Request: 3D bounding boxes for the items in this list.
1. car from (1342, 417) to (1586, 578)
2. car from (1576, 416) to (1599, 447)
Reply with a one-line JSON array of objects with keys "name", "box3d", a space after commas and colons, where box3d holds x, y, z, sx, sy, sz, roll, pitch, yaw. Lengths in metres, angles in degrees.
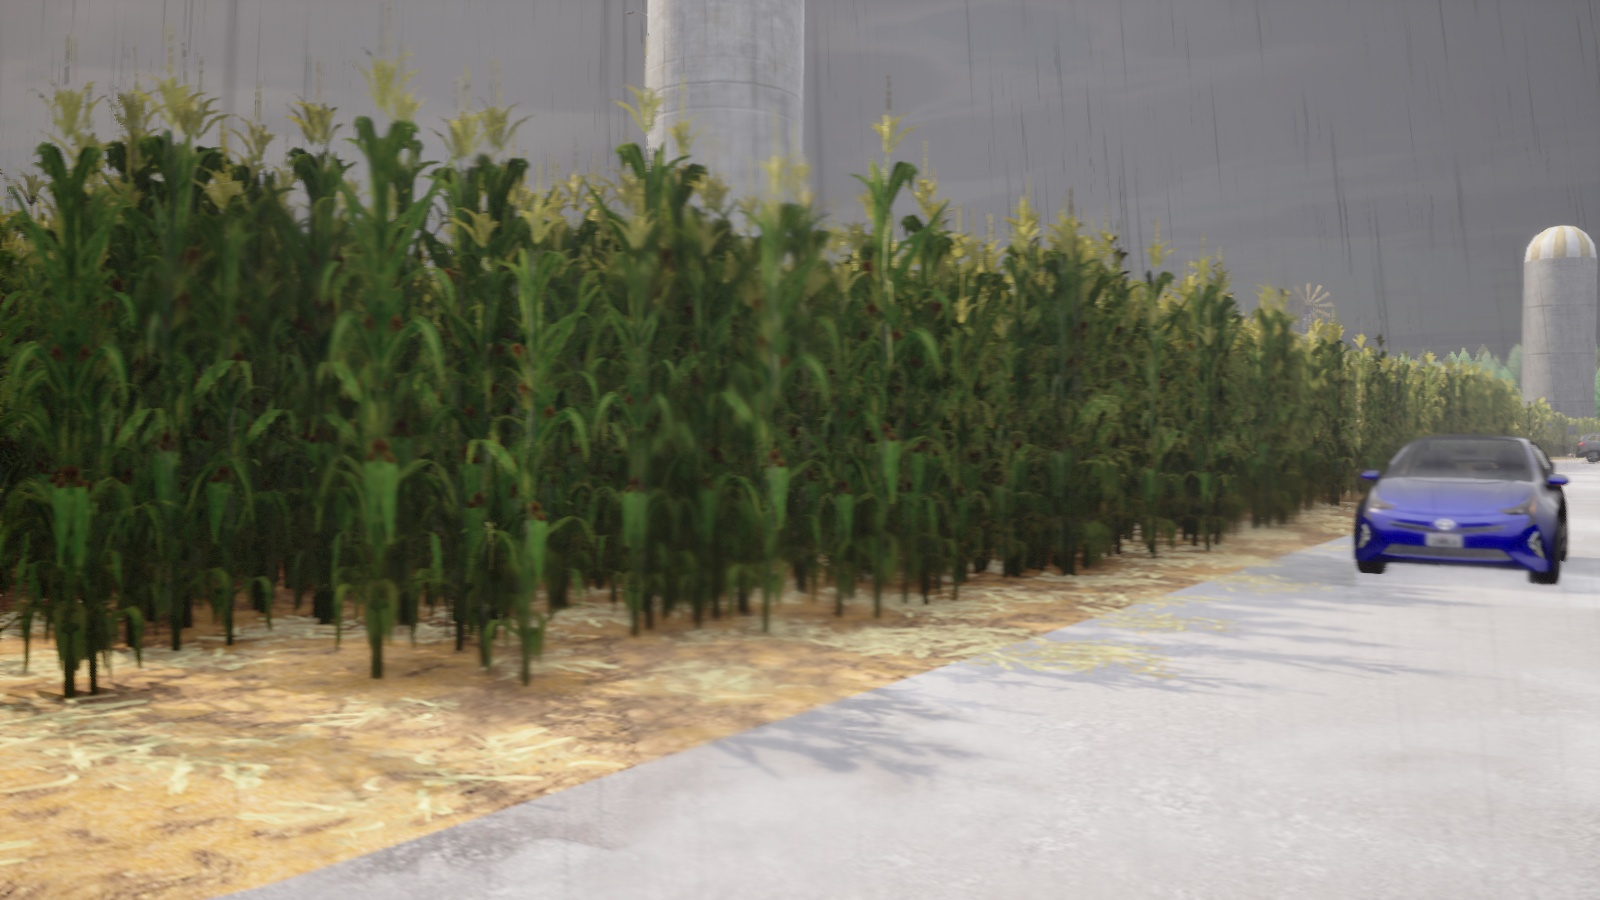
[{"name": "car", "box3d": [7.710, 0.413, 14.342, 2.007, 1.525, 4.514, 0, 1, 34]}, {"name": "car", "box3d": [44.982, -0.992, 68.301, 4.611, 1.667, 2.242, 1, 1, 34]}]
